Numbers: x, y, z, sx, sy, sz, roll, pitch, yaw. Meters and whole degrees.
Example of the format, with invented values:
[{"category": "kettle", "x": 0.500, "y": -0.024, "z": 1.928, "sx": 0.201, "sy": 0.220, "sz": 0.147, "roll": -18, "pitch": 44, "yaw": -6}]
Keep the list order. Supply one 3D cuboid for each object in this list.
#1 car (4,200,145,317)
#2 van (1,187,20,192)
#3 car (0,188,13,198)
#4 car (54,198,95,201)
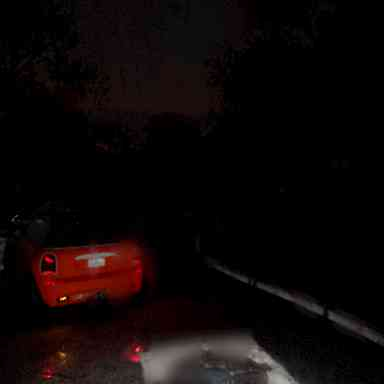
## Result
[{"category": "car", "x": -2.875, "y": 1.233, "z": 7.612, "sx": 2.097, "sy": 1.767, "sz": 4.553, "roll": 1, "pitch": 0, "yaw": -34}, {"category": "van", "x": -28.195, "y": 0.279, "z": 49.692, "sx": 4.442, "sy": 1.987, "sz": 1.878, "roll": 1, "pitch": 2, "yaw": -38}, {"category": "car", "x": -33.200, "y": 0.176, "z": 56.351, "sx": 4.792, "sy": 1.488, "sz": 2.163, "roll": 1, "pitch": 2, "yaw": -38}, {"category": "car", "x": -6.307, "y": 1.116, "z": 16.059, "sx": 2.097, "sy": 1.767, "sz": 4.553, "roll": 0, "pitch": 2, "yaw": 27}]
